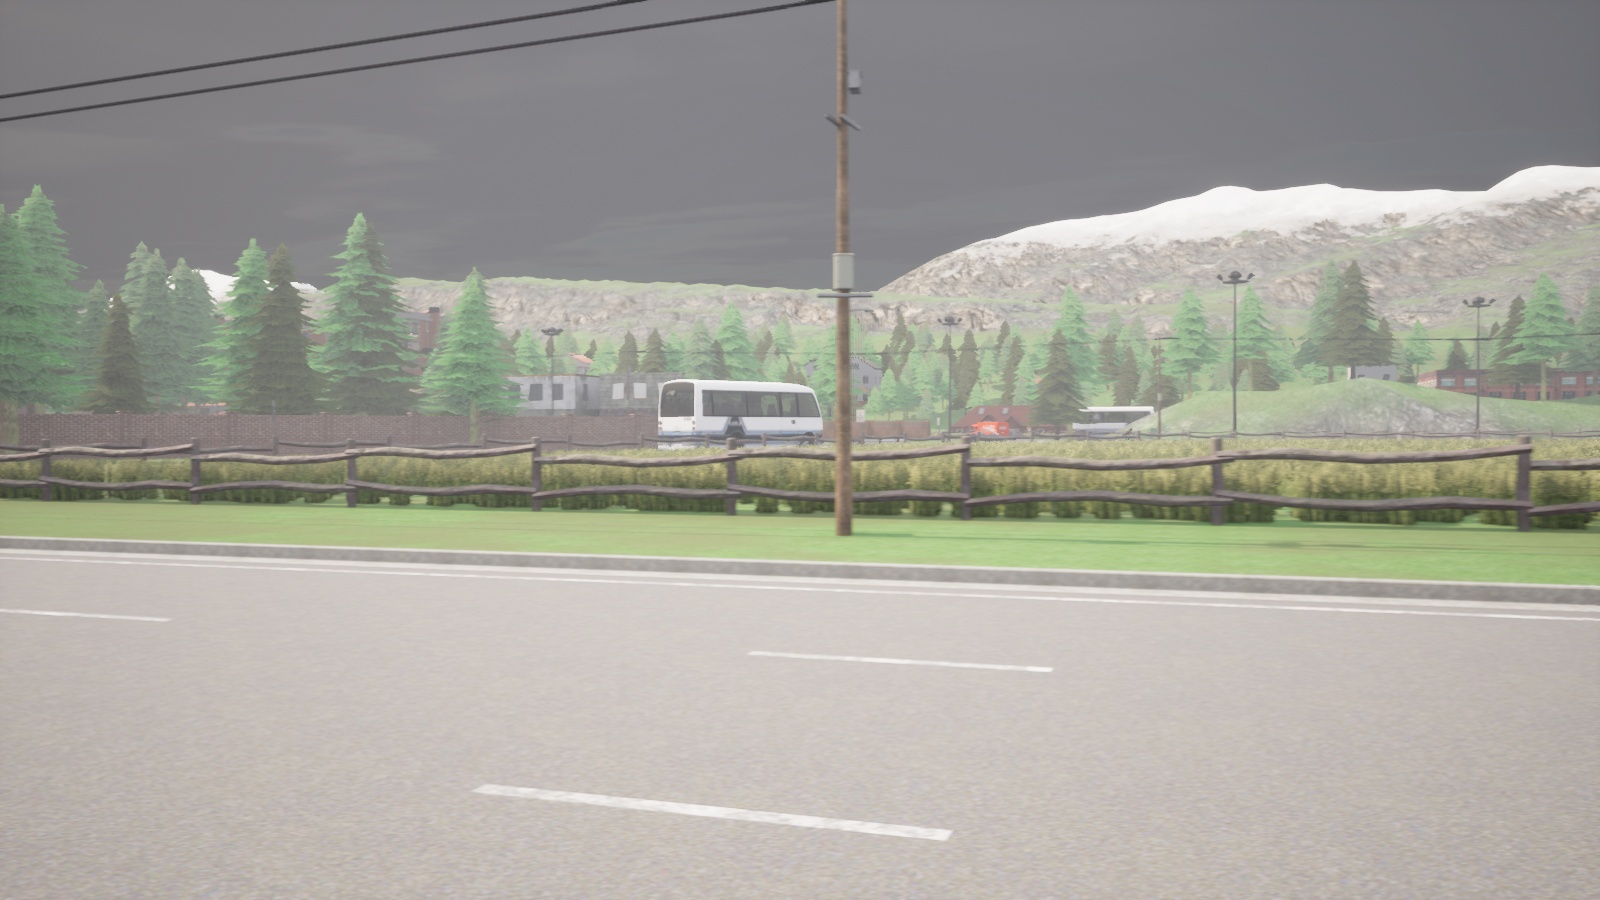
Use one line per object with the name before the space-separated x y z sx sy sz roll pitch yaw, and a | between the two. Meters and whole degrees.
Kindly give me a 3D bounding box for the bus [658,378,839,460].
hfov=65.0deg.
bus | -2.721 -1.684 70.190 3.944 4.253 10.273 1 1 44
